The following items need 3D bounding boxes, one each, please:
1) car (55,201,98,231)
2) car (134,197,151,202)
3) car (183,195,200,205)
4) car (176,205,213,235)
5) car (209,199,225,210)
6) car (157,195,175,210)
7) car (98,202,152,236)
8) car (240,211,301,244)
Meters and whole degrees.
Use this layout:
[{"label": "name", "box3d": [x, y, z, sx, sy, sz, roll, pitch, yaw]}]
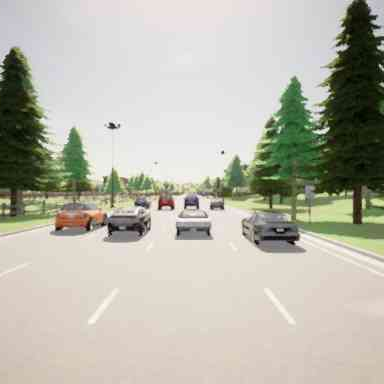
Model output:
[{"label": "car", "box3d": [-6.928, 1.431, 21.212, 2.097, 1.767, 4.553, 0, 0, 0]}, {"label": "car", "box3d": [-7.049, 1.528, 47.853, 2.097, 1.767, 4.553, 0, 0, 0]}, {"label": "car", "box3d": [-0.058, 1.394, 46.386, 2.150, 2.045, 5.566, 0, 0, 0]}, {"label": "car", "box3d": [0.075, 1.673, 19.325, 1.895, 1.301, 4.718, 0, 0, 0]}, {"label": "car", "box3d": [3.441, 1.663, 46.227, 2.128, 1.511, 4.902, 0, 0, 0]}, {"label": "car", "box3d": [-3.558, 1.394, 46.328, 2.150, 2.045, 5.566, 0, 0, 0]}, {"label": "car", "box3d": [-3.424, 1.561, 18.785, 2.128, 1.511, 4.902, 0, 0, 0]}, {"label": "car", "box3d": [3.580, 1.607, 16.026, 2.033, 1.411, 5.357, 0, 0, 0]}]
